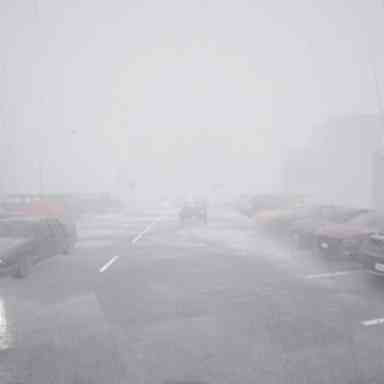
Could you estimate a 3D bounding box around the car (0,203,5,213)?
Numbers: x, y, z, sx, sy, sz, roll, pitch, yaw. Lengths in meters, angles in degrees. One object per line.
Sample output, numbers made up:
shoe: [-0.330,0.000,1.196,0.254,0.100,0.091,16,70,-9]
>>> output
car: [-11.333,1.427,14.729,4.792,1.488,2.163,-1,1,-19]

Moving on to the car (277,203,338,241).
car: [6.367,1.395,13.963,4.792,1.488,2.163,1,1,-20]

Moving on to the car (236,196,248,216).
car: [6.341,1.280,25.723,5.008,1.535,2.097,1,1,-20]

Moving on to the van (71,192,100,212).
van: [-10.875,1.065,29.800,4.442,1.987,1.878,-1,0,-18]

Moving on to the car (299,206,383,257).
car: [6.412,1.388,11.035,5.008,1.535,2.097,1,1,-20]

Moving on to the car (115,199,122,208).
car: [-10.747,1.230,38.754,5.008,1.535,2.097,-1,1,-18]

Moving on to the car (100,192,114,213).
car: [-10.882,1.020,32.771,5.566,2.045,2.435,-1,0,-18]

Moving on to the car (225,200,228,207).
car: [6.236,1.090,34.565,4.553,1.767,2.185,1,0,-20]

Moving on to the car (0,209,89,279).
car: [-5.088,1.475,10.074,2.033,1.411,5.357,0,0,0]

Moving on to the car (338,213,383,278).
car: [6.406,1.410,8.100,4.892,1.521,2.231,1,0,-20]

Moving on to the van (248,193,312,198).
van: [6.466,1.077,22.821,4.442,1.987,1.878,1,0,-20]

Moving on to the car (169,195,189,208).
car: [-1.484,1.187,42.434,2.128,1.511,4.902,0,0,-1]

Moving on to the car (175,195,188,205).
car: [-1.609,1.175,52.255,1.895,1.301,4.718,0,1,-1]

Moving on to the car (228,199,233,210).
car: [6.316,1.267,31.636,4.792,1.488,2.163,1,0,-20]

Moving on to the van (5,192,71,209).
van: [-11.243,1.110,23.714,4.442,1.987,1.878,-1,1,-19]

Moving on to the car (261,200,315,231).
car: [6.391,1.345,16.908,5.008,1.535,2.097,1,1,-20]

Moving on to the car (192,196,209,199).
car: [1.064,1.189,41.681,2.128,1.511,4.902,0,0,0]

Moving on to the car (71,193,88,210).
car: [-11.029,1.188,26.766,4.553,1.767,2.185,-1,1,-19]

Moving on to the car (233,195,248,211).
car: [6.284,1.133,28.666,4.553,1.767,2.185,1,0,-20]

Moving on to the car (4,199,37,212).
car: [-11.266,1.377,17.748,4.892,1.521,2.231,-1,0,-19]

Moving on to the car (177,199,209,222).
car: [0.266,1.421,24.706,1.895,1.301,4.718,0,0,5]

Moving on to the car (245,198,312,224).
car: [6.195,1.318,19.779,5.366,1.575,1.946,1,1,-20]

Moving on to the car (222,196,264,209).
car: [6.212,1.213,40.474,4.674,1.452,2.002,1,1,-21]

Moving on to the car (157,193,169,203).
car: [-4.743,0.944,55.925,1.882,1.535,5.008,0,2,0]
